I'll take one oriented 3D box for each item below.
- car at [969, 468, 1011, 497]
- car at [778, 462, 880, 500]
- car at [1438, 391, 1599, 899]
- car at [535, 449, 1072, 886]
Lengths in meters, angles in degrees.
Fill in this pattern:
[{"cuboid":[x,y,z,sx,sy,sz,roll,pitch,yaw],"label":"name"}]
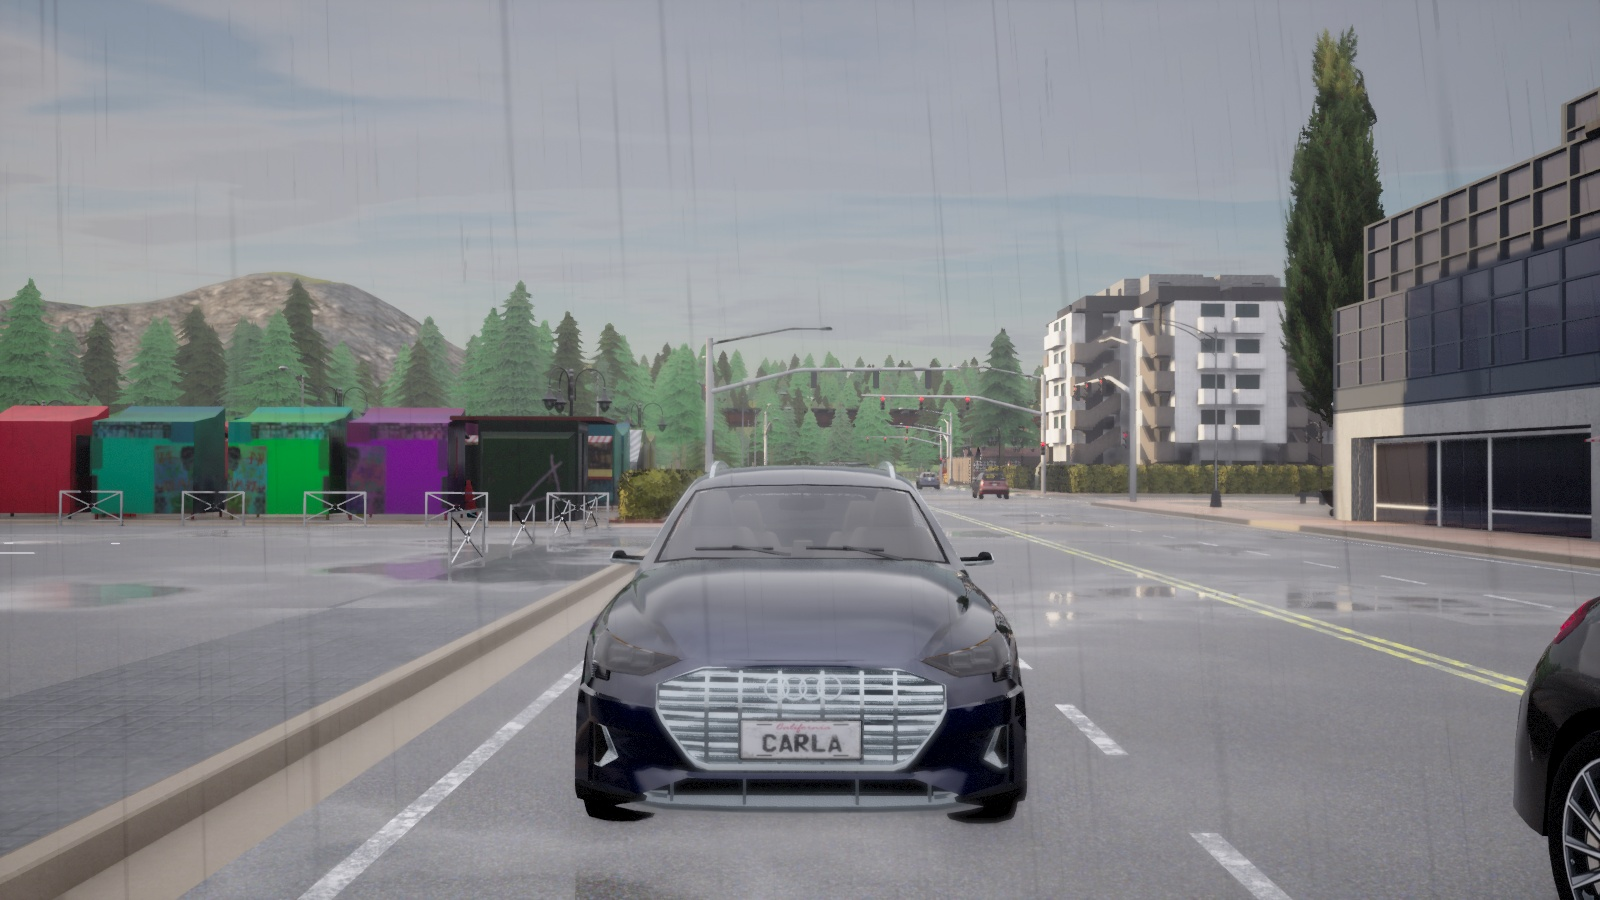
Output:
[{"cuboid":[11.054,1.894,73.192,1.851,1.617,3.988,0,-1,0],"label":"car"},{"cuboid":[1.571,1.697,69.871,5.566,2.045,2.150,-1,-1,41],"label":"car"},{"cuboid":[3.494,0.617,2.241,2.152,1.651,5.027,0,-1,0],"label":"car"},{"cuboid":[0.019,0.865,7.197,2.033,1.649,4.856,0,-1,0],"label":"car"}]
